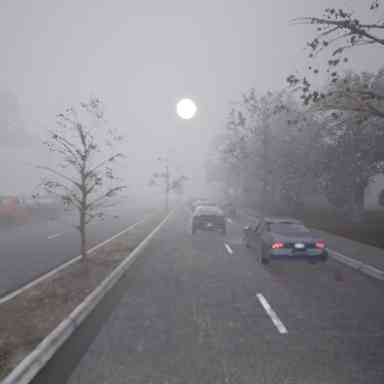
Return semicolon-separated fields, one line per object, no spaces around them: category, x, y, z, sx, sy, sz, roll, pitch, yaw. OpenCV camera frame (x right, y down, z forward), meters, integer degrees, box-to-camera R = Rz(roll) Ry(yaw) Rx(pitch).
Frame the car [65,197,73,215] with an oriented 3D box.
car;-13.854;1.528;30.676;4.892;1.521;2.231;-1;0;-20

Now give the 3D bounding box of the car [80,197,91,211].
car;-13.830;1.381;36.650;4.553;1.767;2.185;-1;0;-20

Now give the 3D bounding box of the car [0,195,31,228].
car;-13.894;1.305;21.710;5.566;2.045;2.435;-1;0;-20

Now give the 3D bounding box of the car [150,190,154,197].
car;-13.824;1.059;90.667;5.008;1.535;2.097;-1;1;-20

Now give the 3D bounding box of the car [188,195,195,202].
car;0.896;1.367;35.650;2.097;1.767;4.553;0;0;0

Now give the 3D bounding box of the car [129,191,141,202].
car;-13.820;1.140;66.662;5.566;2.045;2.435;-1;0;-20

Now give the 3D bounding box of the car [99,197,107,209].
car;-13.829;1.517;42.642;4.792;1.488;2.163;-1;0;-20

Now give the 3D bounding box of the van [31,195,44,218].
van;-13.758;1.320;24.754;4.442;1.987;1.878;-1;0;-20

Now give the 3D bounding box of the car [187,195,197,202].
car;-0.008;1.313;71.256;1.994;1.385;4.181;0;1;0

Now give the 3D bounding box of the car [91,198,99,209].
car;-13.851;1.537;39.623;4.674;1.452;2.002;-1;0;-20

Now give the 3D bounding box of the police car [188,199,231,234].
police car;0.898;1.488;19.788;1.930;1.638;5.238;0;0;0

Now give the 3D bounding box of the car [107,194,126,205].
car;-13.823;1.476;54.647;4.792;1.488;2.163;-1;0;-20

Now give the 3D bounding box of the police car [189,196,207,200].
police car;0.897;1.460;29.789;1.930;1.638;5.238;0;0;0

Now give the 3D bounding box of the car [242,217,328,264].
car;3.100;1.610;12.105;2.033;1.411;5.357;0;0;0

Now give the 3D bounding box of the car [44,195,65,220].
car;-13.840;1.286;27.707;5.566;2.045;2.435;-1;0;-20

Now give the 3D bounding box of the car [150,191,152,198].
car;-13.835;1.155;87.668;4.674;1.452;2.002;-1;1;-20

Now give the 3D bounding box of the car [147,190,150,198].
car;-13.866;1.042;84.655;4.553;1.767;2.185;-1;1;-20

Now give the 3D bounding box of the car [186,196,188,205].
car;-0.006;1.496;56.257;2.033;1.411;5.357;0;0;0

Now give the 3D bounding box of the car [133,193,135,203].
car;-13.849;1.448;63.644;4.674;1.452;2.002;-1;0;-20

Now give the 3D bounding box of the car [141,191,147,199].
car;-13.867;1.050;75.642;5.566;2.045;2.435;-1;1;-20

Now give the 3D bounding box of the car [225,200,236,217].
car;3.096;1.518;32.104;2.128;1.511;4.902;0;0;0

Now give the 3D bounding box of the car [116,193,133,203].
car;-14.018;1.424;60.571;5.366;1.575;1.946;-1;1;-20

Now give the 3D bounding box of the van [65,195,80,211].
van;-13.971;1.293;33.615;4.442;1.987;1.878;-1;0;-20

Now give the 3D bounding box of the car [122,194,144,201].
car;-13.862;1.291;78.644;4.792;1.488;2.163;-1;1;-20

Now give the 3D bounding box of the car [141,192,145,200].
car;-13.668;1.329;72.717;5.366;1.575;1.946;-1;0;-20
